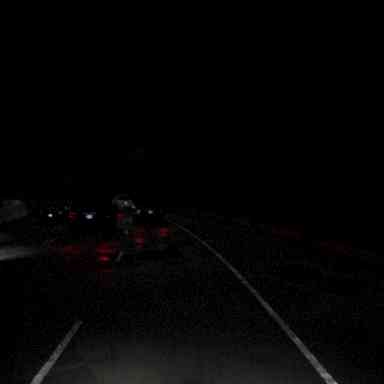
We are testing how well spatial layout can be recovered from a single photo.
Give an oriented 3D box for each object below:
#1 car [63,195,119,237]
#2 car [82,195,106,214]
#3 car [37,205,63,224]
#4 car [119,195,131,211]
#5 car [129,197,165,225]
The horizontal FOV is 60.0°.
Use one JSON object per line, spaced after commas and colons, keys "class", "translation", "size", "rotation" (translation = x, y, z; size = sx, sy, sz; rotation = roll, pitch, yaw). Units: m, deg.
{"class": "car", "translation": [-5.465, 1.301, 18.759], "size": [2.150, 2.045, 5.566], "rotation": [0, 0, -10]}
{"class": "car", "translation": [-11.510, 1.387, 38.854], "size": [2.150, 2.045, 5.566], "rotation": [0, 0, -22]}
{"class": "car", "translation": [-10.909, 1.690, 26.261], "size": [1.994, 1.385, 4.181], "rotation": [0, 0, -16]}
{"class": "car", "translation": [-8.748, 1.379, 41.260], "size": [2.150, 2.045, 5.566], "rotation": [0, -1, -23]}
{"class": "car", "translation": [-3.360, 1.442, 25.012], "size": [2.097, 1.767, 4.553], "rotation": [0, 0, -13]}
